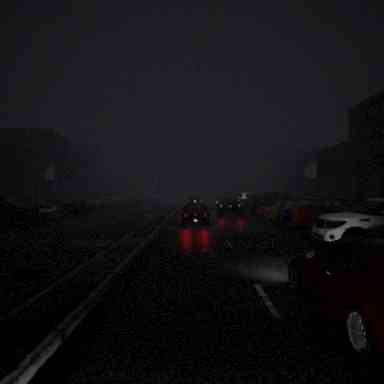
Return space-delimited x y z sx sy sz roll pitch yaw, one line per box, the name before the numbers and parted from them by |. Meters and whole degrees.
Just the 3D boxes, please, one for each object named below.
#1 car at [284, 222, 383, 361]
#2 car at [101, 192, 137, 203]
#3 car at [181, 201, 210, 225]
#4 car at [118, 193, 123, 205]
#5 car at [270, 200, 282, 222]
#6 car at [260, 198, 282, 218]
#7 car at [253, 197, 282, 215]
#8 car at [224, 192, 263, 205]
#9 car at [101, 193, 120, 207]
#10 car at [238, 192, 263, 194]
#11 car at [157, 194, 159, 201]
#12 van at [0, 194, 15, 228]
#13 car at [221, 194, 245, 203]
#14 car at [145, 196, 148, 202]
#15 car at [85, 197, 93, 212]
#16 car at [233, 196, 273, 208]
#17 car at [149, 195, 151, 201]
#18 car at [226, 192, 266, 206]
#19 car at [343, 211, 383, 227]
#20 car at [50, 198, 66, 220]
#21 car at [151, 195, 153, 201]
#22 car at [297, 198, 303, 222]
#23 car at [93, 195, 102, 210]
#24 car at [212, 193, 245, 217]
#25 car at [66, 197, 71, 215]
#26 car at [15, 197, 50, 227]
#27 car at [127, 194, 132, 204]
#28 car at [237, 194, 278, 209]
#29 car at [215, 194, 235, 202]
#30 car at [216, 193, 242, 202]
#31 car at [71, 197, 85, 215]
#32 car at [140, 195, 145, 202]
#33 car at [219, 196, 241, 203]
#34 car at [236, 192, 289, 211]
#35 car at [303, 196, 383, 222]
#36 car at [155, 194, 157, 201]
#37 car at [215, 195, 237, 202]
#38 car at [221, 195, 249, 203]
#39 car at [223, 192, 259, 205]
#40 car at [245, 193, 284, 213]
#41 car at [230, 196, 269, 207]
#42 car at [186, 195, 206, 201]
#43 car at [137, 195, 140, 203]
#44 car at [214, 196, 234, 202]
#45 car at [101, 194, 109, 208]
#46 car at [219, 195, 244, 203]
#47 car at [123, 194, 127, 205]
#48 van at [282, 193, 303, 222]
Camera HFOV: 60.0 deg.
car | 3.134 1.520 5.778 1.812 1.442 4.674 0 0 0
car | -12.436 1.029 54.874 5.566 2.045 2.435 0 0 0
car | 0.245 1.531 23.760 1.895 1.301 4.718 0 0 0
car | -12.533 1.303 46.663 4.674 1.452 2.002 0 0 0
car | 7.768 1.463 21.381 4.674 1.452 2.002 0 0 0
car | 7.973 1.406 24.136 5.366 1.575 1.946 0 0 0
car | 7.990 1.389 26.895 5.366 1.575 1.946 0 0 0
car | 7.929 1.026 51.702 5.566 2.045 2.435 0 0 0
car | -12.738 1.270 43.894 5.366 1.575 1.946 0 0 0
car | 7.827 1.085 35.168 5.566 2.045 2.435 0 0 0
car | -12.170 1.768 90.988 4.674 1.452 2.002 0 -1 0
van | -12.875 1.208 18.756 4.442 1.987 1.878 0 0 1
car | 8.074 1.267 65.481 4.553 1.767 2.185 0 -1 0
car | -12.536 1.425 68.885 5.366 1.575 1.946 0 -1 0
car | -12.673 1.378 32.653 4.792 1.488 2.163 0 0 0
car | 7.936 1.316 43.440 4.792 1.488 2.163 0 0 0
car | -12.278 1.526 74.316 4.792 1.488 2.163 0 -1 0
car | 7.912 1.024 48.949 5.566 2.045 2.435 0 0 0
car | 7.673 1.495 10.348 4.792 1.488 2.163 0 0 0
car | -12.525 1.402 24.437 5.366 1.575 1.946 0 0 0
car | -12.290 1.532 77.094 5.008 1.535 2.097 0 -1 0
car | 7.768 1.322 15.863 4.553 1.767 2.185 0 0 0
car | -12.628 1.329 35.432 4.892 1.521 2.231 0 0 0
car | 3.287 1.240 30.576 2.097 1.767 4.553 0 0 0
car | -12.720 1.262 27.094 4.553 1.767 2.185 0 0 0
car | -12.703 1.168 21.653 5.566 2.045 2.435 0 0 1
car | -12.672 1.265 52.095 5.366 1.575 1.946 0 0 0
car | 7.921 1.173 40.681 4.553 1.767 2.185 0 0 0
car | 8.114 1.471 82.023 4.553 1.767 2.185 0 -1 0
car | 8.122 1.239 73.753 5.566 2.045 2.435 0 -1 0
car | -12.661 1.369 29.873 5.008 1.535 2.097 0 0 0
car | -12.380 1.394 66.104 4.892 1.521 2.231 0 -1 0
car | 8.074 1.497 70.993 4.674 1.452 2.002 0 -1 0
car | 7.901 1.066 37.925 5.566 2.045 2.435 0 0 0
car | 7.691 1.206 13.104 5.566 2.045 2.435 0 0 0
car | -12.211 1.649 85.556 5.008 1.535 2.097 0 -1 0
car | 8.122 1.559 79.264 5.008 1.535 2.097 0 -1 0
car | 8.020 1.360 62.722 5.008 1.535 2.097 0 -1 0
car | 7.946 1.039 54.459 5.566 2.045 2.435 0 0 0
car | 7.807 1.230 32.412 4.553 1.767 2.185 0 0 0
car | 7.918 1.275 46.191 5.008 1.535 2.097 0 0 0
car | 0.354 1.166 41.556 2.097 1.767 4.553 0 0 0
car | -12.388 1.201 60.426 4.553 1.767 2.185 0 -1 0
car | 8.191 1.663 84.777 4.792 1.488 2.163 0 -1 0
car | -12.603 1.307 38.336 5.008 1.535 2.097 0 0 0
car | 8.089 1.454 68.236 4.792 1.488 2.163 0 -1 0
car | -12.507 1.302 49.320 4.674 1.452 2.002 0 0 0
van | 7.637 1.210 18.621 4.442 1.987 1.878 0 0 0
